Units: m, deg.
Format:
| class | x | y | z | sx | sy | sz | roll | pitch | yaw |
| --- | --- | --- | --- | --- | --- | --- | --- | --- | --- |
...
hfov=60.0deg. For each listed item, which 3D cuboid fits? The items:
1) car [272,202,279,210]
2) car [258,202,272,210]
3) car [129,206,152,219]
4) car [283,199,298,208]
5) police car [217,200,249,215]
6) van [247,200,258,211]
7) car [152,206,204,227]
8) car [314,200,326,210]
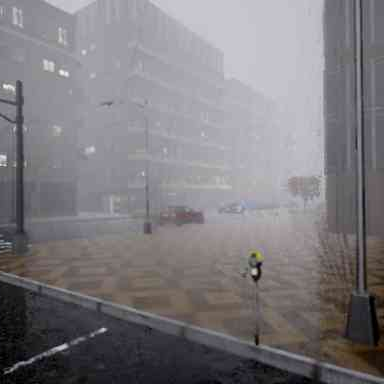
| class | x | y | z | sx | sy | sz | roll | pitch | yaw |
| --- | --- | --- | --- | --- | --- | --- | --- | --- | --- |
| car | 15.010 | 2.594 | 62.882 | 1.887 | 1.381 | 4.507 | -2 | -2 | 35 |
| car | 11.775 | 2.400 | 58.253 | 1.967 | 1.590 | 4.097 | -2 | -2 | 35 |
| car | -4.491 | 2.037 | 34.951 | 1.752 | 1.417 | 4.829 | -2 | -2 | 35 |
| car | 21.476 | 2.542 | 72.153 | 2.192 | 1.841 | 5.009 | -2 | -2 | 35 |
| police car | 5.139 | 2.191 | 44.084 | 2.038 | 1.542 | 4.974 | -1 | -1 | 35 |
| van | 8.540 | 2.212 | 53.624 | 1.690 | 1.788 | 3.998 | -2 | -2 | 35 |
| car | -0.810 | 1.774 | 25.705 | 1.967 | 1.590 | 4.097 | -2 | -2 | 35 |
| car | 25.064 | 2.613 | 62.759 | 1.947 | 1.339 | 4.313 | -2 | -2 | 35 |
